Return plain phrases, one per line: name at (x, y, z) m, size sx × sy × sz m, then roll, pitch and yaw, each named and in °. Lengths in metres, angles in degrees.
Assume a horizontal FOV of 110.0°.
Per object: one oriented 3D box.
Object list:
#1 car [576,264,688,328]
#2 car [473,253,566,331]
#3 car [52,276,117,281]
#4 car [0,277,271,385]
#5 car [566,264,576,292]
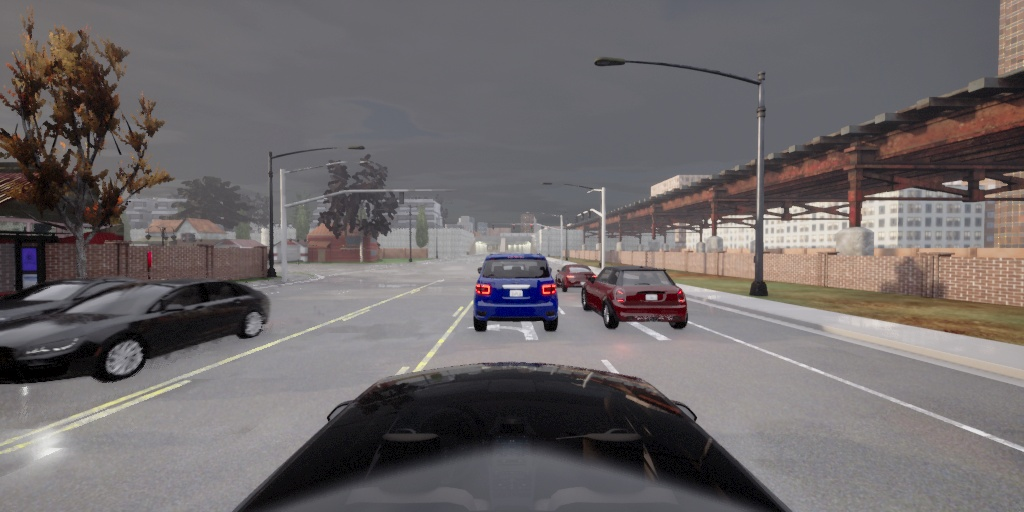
car at (3.589, 1.069, 11.351) m, size 2.097 × 1.767 × 4.553 m, roll 0°, pitch 0°, yaw 0°
car at (0.089, 0.940, 10.992) m, size 2.150 × 2.045 × 5.566 m, roll 0°, pitch 0°, yaw 0°
car at (-10.603, 1.257, 8.803) m, size 1.812 × 1.442 × 4.674 m, roll 0°, pitch 0°, yaw 0°
car at (-7.102, 1.245, 7.222) m, size 1.837 × 1.490 × 4.892 m, roll 0°, pitch 0°, yaw 0°
car at (3.578, 1.180, 20.243) m, size 1.812 × 1.442 × 4.674 m, roll 0°, pitch 0°, yaw 0°
